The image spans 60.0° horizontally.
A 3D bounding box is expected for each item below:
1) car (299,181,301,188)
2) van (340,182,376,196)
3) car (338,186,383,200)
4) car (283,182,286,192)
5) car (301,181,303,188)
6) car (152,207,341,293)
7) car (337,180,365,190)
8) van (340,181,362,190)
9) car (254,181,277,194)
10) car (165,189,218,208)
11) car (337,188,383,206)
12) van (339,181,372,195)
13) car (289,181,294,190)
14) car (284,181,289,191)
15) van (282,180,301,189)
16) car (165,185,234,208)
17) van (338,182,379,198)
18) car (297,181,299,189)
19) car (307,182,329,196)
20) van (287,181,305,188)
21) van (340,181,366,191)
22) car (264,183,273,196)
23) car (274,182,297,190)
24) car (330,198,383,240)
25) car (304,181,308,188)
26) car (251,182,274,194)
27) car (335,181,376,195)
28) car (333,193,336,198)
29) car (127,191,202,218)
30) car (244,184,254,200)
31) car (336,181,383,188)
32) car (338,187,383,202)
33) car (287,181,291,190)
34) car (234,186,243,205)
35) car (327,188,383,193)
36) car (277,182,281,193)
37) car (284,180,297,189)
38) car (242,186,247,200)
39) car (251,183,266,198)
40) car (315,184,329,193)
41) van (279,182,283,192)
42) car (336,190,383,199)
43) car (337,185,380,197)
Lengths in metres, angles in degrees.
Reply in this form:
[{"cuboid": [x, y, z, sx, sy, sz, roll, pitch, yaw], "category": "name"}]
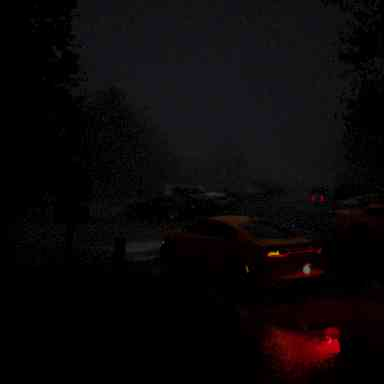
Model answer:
[{"cuboid": [21.563, -1.480, 75.411, 4.553, 1.767, 2.185, 1, 2, 24], "category": "car"}, {"cuboid": [23.480, -0.470, 47.159, 4.442, 1.987, 1.878, 1, 2, 24], "category": "van"}, {"cuboid": [20.028, 0.089, 39.618, 4.792, 1.488, 2.163, 1, 3, 24], "category": "car"}, {"cuboid": [12.550, -0.533, 55.135, 4.792, 1.488, 2.163, 1, 2, 24], "category": "car"}, {"cuboid": [22.714, -1.453, 77.941, 5.008, 1.535, 2.097, 1, 2, 24], "category": "car"}, {"cuboid": [0.954, 1.349, 8.625, 1.882, 1.535, 5.008, 2, -1, -32], "category": "car"}, {"cuboid": [34.643, -1.490, 72.629, 5.566, 2.045, 2.435, 1, 2, 24], "category": "car"}, {"cuboid": [35.901, -1.561, 75.101, 4.442, 1.987, 1.878, 1, 2, 24], "category": "van"}, {"cuboid": [9.225, -0.387, 47.501, 4.553, 1.767, 2.185, 1, 3, 24], "category": "car"}, {"cuboid": [-0.938, 0.807, 24.714, 5.008, 1.535, 2.097, 1, 3, 24], "category": "car"}, {"cuboid": [16.604, 0.437, 32.060, 4.792, 1.488, 2.163, 1, 3, 24], "category": "car"}, {"cuboid": [24.391, -0.572, 49.783, 4.442, 1.987, 1.878, 1, 2, 24], "category": "van"}, {"cuboid": [15.788, -0.865, 62.803, 5.366, 1.575, 1.946, 1, 2, 24], "category": "car"}, {"cuboid": [13.676, -0.632, 57.670, 4.792, 1.488, 2.163, 1, 2, 24], "category": "car"}, {"cuboid": [24.866, -1.879, 83.048, 4.442, 1.987, 1.878, 1, 2, 24], "category": "van"}, {"cuboid": [0.209, 0.434, 27.227, 5.566, 2.045, 2.435, 1, 3, 24], "category": "car"}, {"cuboid": [21.019, -0.273, 42.176, 4.442, 1.987, 1.878, 1, 3, 24], "category": "van"}, {"cuboid": [19.168, -1.162, 70.408, 5.366, 1.575, 1.946, 1, 2, 24], "category": "car"}, {"cuboid": [18.126, -0.251, 47.570, 2.128, 1.511, 4.902, 1, 2, 24], "category": "car"}, {"cuboid": [28.240, -2.101, 90.641, 4.442, 1.987, 1.878, 1, 2, 24], "category": "van"}, {"cuboid": [31.403, -1.166, 64.982, 4.442, 1.987, 1.878, 1, 2, 24], "category": "van"}, {"cuboid": [7.114, -0.046, 42.378, 5.366, 1.575, 1.946, 1, 3, 24], "category": "car"}, {"cuboid": [20.436, -1.381, 72.876, 4.553, 1.767, 2.185, 1, 2, 24], "category": "car"}, {"cuboid": [8.805, 1.262, 14.462, 5.008, 1.535, 2.097, 1, 3, 24], "category": "car"}, {"cuboid": [26.125, -2.001, 85.523, 5.566, 2.045, 2.435, 1, 2, 24], "category": "car"}, {"cuboid": [8.063, -0.156, 44.983, 4.892, 1.521, 2.231, 1, 3, 24], "category": "car"}, {"cuboid": [25.597, -0.695, 52.275, 5.566, 2.045, 2.435, 1, 2, 24], "category": "car"}, {"cuboid": [10.982, 1.051, 19.418, 4.792, 1.488, 2.163, 1, 3, 24], "category": "car"}, {"cuboid": [-2.096, 0.959, 22.195, 4.792, 1.488, 2.163, 1, 3, 24], "category": "car"}, {"cuboid": [3.395, 0.309, 34.928, 5.366, 1.575, 1.946, 1, 3, 24], "category": "car"}, {"cuboid": [15.531, 0.280, 29.496, 5.566, 2.045, 2.435, 1, 3, 24], "category": "car"}, {"cuboid": [18.956, 0.195, 37.208, 4.792, 1.488, 2.163, 1, 3, 24], "category": "car"}, {"cuboid": [14.803, -0.731, 60.205, 4.792, 1.488, 2.163, 1, 2, 24], "category": "car"}, {"cuboid": [1.481, 0.561, 29.709, 5.366, 1.575, 1.946, 1, 3, 24], "category": "car"}, {"cuboid": [13.088, 0.770, 24.538, 5.366, 1.575, 1.946, 1, 3, 24], "category": "car"}, {"cuboid": [10.349, -0.334, 50.040, 4.792, 1.488, 2.163, 1, 2, 24], "category": "car"}, {"cuboid": [18.205, -1.056, 67.800, 4.892, 1.521, 2.231, 1, 2, 24], "category": "car"}, {"cuboid": [2.444, 0.439, 32.317, 4.892, 1.521, 2.231, 1, 3, 24], "category": "car"}, {"cuboid": [5.698, 0.060, 40.107, 5.366, 1.575, 1.946, 1, 3, 24], "category": "car"}, {"cuboid": [22.306, -0.632, 56.973, 1.882, 1.535, 5.008, 1, 2, 24], "category": "car"}, {"cuboid": [11.556, -0.687, 52.530, 4.442, 1.987, 1.878, 1, 2, 24], "category": "van"}, {"cuboid": [9.963, 1.014, 16.972, 4.553, 1.767, 2.185, 1, 3, 24], "category": "car"}, {"cuboid": [22.254, -0.147, 44.683, 5.008, 1.535, 2.097, 1, 2, 24], "category": "car"}]
